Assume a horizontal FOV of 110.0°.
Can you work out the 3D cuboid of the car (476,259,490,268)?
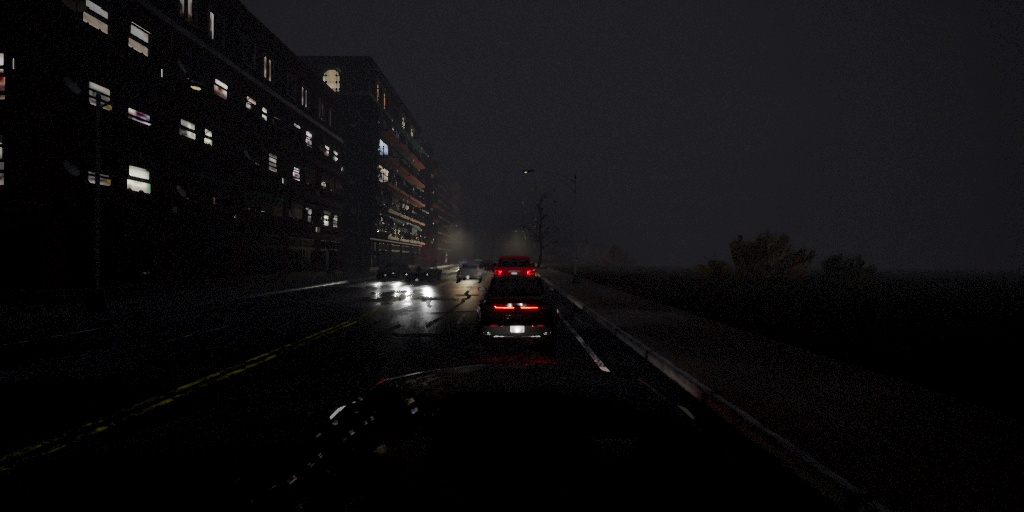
[{"bbox_3d":[-3.110,1.231,45.774,1.882,1.535,5.008,0,0,0],"label":"car"}]

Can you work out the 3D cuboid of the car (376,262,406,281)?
[{"bbox_3d":[-9.825,1.259,30.232,1.837,1.490,4.892,0,0,0],"label":"car"}]

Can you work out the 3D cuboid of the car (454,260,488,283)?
[{"bbox_3d":[-3.127,1.280,27.703,1.812,1.442,4.674,0,0,0],"label":"car"}]

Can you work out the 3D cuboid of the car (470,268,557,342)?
[{"bbox_3d":[0.109,1.256,9.784,1.837,1.490,4.892,0,0,0],"label":"car"}]

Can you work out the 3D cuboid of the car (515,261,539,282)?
[{"bbox_3d":[1.164,1.209,30.538,1.801,1.575,5.366,0,0,0],"label":"car"}]

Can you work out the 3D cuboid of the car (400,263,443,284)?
[{"bbox_3d":[-6.577,1.354,26.957,1.895,1.301,4.718,0,0,0],"label":"car"}]

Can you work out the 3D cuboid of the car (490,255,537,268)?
[{"bbox_3d":[0.117,0.975,20.131,2.150,2.045,5.566,0,0,0],"label":"car"}]
